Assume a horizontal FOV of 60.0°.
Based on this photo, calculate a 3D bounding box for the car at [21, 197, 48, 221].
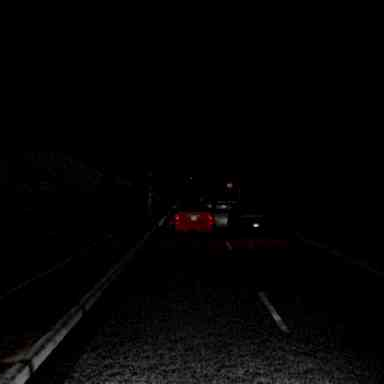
[{"bbox_3d":[-13.708,1.304,24.295,5.366,1.575,1.946,-1,1,-20],"label":"car"}]

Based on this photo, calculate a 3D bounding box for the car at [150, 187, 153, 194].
[{"bbox_3d":[-13.697,0.063,87.145,5.366,1.575,1.946,-1,1,-20],"label":"car"}]

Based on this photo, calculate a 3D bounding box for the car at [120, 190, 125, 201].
[{"bbox_3d":[-13.870,0.810,54.058,4.674,1.452,2.002,-1,1,-20],"label":"car"}]

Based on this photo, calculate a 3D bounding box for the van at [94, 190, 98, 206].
[{"bbox_3d":[-13.773,0.834,39.187,4.442,1.987,1.878,-1,1,-20],"label":"van"}]

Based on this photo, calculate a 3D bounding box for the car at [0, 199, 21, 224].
[{"bbox_3d":[-13.907,1.380,21.226,4.792,1.488,2.163,-1,1,-20],"label":"car"}]

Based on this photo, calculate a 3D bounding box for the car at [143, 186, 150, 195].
[{"bbox_3d":[-13.847,-0.028,81.087,5.566,2.045,2.435,-1,1,-20],"label":"car"}]

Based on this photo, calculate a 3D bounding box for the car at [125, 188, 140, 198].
[{"bbox_3d":[-13.847,0.504,69.080,4.792,1.488,2.163,-1,1,-20],"label":"car"}]

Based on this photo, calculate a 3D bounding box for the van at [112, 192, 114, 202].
[{"bbox_3d":[-13.988,0.663,48.047,4.442,1.987,1.878,-1,1,-20],"label":"van"}]

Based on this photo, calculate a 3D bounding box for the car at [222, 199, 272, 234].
[{"bbox_3d":[3.092,1.373,18.470,2.128,1.511,4.902,0,1,0],"label":"car"}]

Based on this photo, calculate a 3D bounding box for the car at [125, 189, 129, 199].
[{"bbox_3d":[-13.849,0.740,57.076,4.792,1.488,2.163,-1,1,-20],"label":"car"}]

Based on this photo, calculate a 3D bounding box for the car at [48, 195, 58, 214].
[{"bbox_3d":[-13.852,1.299,27.222,4.792,1.488,2.163,-1,1,-20],"label":"car"}]

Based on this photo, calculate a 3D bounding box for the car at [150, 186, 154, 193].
[{"bbox_3d":[-13.897,-0.264,90.064,5.566,2.045,2.435,-1,2,-20],"label":"car"}]

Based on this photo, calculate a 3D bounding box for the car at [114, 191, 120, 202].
[{"bbox_3d":[-13.848,0.702,51.083,4.553,1.767,2.185,-1,1,-20],"label":"car"}]

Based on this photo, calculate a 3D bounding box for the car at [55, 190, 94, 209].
[{"bbox_3d":[-13.908,0.869,36.144,5.566,2.045,2.435,-1,1,-20],"label":"car"}]

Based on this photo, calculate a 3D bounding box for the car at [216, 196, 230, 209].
[{"bbox_3d":[3.085,1.143,34.604,2.128,1.511,4.902,0,1,0],"label":"car"}]

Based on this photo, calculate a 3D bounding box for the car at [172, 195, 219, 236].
[{"bbox_3d":[0.093,1.240,17.787,2.097,1.767,4.553,0,1,0],"label":"car"}]

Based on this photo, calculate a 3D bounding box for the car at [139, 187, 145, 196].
[{"bbox_3d":[-14.043,0.355,75.001,5.366,1.575,1.946,-1,2,-20],"label":"car"}]

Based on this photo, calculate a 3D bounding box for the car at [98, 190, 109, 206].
[{"bbox_3d":[-13.856,0.752,42.139,5.566,2.045,2.435,-1,1,-20],"label":"car"}]

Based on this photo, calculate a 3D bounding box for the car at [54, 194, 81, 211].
[{"bbox_3d":[-13.875,1.213,33.179,4.674,1.452,2.002,-1,1,-20],"label":"car"}]

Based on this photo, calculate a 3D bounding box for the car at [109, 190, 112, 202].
[{"bbox_3d":[-13.871,0.946,45.112,4.892,1.521,2.231,-1,1,-20],"label":"car"}]
